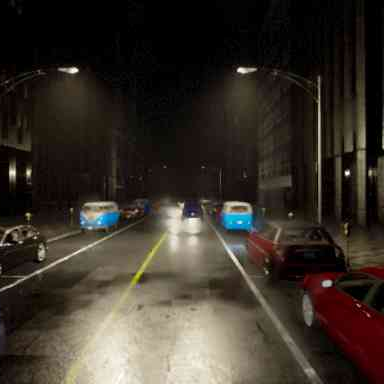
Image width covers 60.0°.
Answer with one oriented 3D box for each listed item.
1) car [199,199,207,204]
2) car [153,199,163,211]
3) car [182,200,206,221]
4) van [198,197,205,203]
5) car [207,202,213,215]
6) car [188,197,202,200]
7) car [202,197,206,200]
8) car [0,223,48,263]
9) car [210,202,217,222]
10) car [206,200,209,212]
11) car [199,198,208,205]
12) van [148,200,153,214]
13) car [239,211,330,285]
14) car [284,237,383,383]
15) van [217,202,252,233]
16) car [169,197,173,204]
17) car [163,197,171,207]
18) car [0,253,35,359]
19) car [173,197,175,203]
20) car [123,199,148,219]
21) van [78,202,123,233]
[{"bbox_3d":[2.717,2.394,82.655,1.802,1.307,4.206,0,-1,0],"label":"car"},{"bbox_3d":[-5.789,1.987,48.822,1.752,1.417,4.829,0,-1,0],"label":"car"},{"bbox_3d":[0.067,1.766,30.795,1.882,1.535,5.008,0,-1,0],"label":"car"},{"bbox_3d":[2.710,2.273,93.876,1.690,1.788,3.998,0,-1,0],"label":"van"},{"bbox_3d":[2.745,1.867,32.177,1.947,1.339,4.313,0,-1,0],"label":"car"},{"bbox_3d":[-0.026,1.821,49.519,2.097,1.767,4.553,0,-1,0],"label":"car"},{"bbox_3d":[2.726,2.188,65.829,2.008,1.369,4.403,0,-1,0],"label":"car"},{"bbox_3d":[-5.767,1.643,9.727,2.008,1.369,4.403,0,-1,0],"label":"car"},{"bbox_3d":[2.748,1.793,26.568,1.887,1.381,4.507,0,-1,0],"label":"car"},{"bbox_3d":[2.742,1.880,37.956,1.752,1.417,4.829,0,-1,0],"label":"car"},{"bbox_3d":[2.720,2.193,77.048,1.967,1.590,4.097,0,-1,0],"label":"car"},{"bbox_3d":[-5.783,1.695,37.776,1.690,1.788,3.998,0,-1,0],"label":"van"},{"bbox_3d":[2.758,1.532,9.742,1.967,1.590,4.097,0,-1,0],"label":"car"},{"bbox_3d":[2.761,1.584,4.132,1.887,1.381,4.507,0,-1,0],"label":"car"},{"bbox_3d":[2.752,1.537,20.961,1.690,1.788,3.998,0,-1,0],"label":"van"},{"bbox_3d":[-5.802,2.136,71.430,1.967,1.590,4.097,0,-1,0],"label":"car"},{"bbox_3d":[-5.799,2.203,65.819,1.947,1.339,4.313,0,-1,0],"label":"car"},{"bbox_3d":[-3.062,1.546,2.112,1.812,1.442,4.674,0,-1,0],"label":"car"},{"bbox_3d":[-5.805,2.068,77.040,2.192,1.841,5.009,0,-1,0],"label":"car"},{"bbox_3d":[-5.780,1.741,32.166,1.967,1.590,4.097,0,-1,0],"label":"car"},{"bbox_3d":[-5.774,1.538,20.948,1.690,1.788,3.998,0,-1,0],"label":"van"}]
